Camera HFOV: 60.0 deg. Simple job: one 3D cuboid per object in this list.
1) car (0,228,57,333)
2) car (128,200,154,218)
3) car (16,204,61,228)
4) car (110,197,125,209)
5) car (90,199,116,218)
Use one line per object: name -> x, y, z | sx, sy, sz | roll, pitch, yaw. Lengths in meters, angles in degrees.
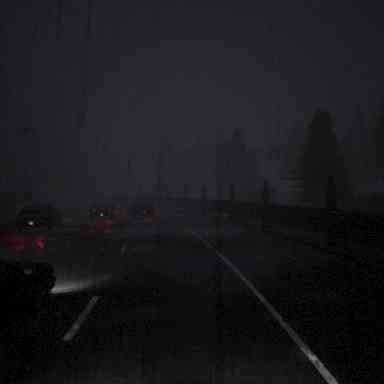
car -> -3.644, 1.554, 4.519 | 2.033, 1.411, 5.357 | 0, 0, -3
car -> -4.647, 1.469, 30.151 | 1.882, 1.535, 5.008 | 0, 0, -16
car -> -9.456, 1.501, 20.842 | 2.128, 1.511, 4.902 | 0, 0, -12
car -> -10.550, 1.502, 45.738 | 1.837, 1.490, 4.892 | 0, 1, -25
car -> -8.202, 1.601, 29.978 | 1.895, 1.301, 4.718 | 0, 0, -17
